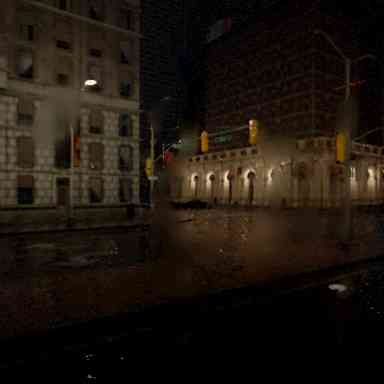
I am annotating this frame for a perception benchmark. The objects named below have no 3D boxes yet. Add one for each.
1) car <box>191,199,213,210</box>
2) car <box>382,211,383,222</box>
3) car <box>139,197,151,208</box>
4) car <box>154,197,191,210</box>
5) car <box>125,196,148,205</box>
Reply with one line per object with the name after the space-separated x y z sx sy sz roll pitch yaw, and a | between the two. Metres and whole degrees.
0.865 1.625 44.550 1.994 1.385 4.181 0 0 -36 | car
15.284 1.538 23.477 1.882 1.535 5.008 1 0 8 | car
-7.989 1.557 50.905 1.837 1.490 4.892 0 0 -35 | car
-2.613 1.653 43.382 1.895 1.301 4.718 0 0 -36 | car
-10.027 1.552 59.972 2.128 1.511 4.902 0 0 -35 | car
